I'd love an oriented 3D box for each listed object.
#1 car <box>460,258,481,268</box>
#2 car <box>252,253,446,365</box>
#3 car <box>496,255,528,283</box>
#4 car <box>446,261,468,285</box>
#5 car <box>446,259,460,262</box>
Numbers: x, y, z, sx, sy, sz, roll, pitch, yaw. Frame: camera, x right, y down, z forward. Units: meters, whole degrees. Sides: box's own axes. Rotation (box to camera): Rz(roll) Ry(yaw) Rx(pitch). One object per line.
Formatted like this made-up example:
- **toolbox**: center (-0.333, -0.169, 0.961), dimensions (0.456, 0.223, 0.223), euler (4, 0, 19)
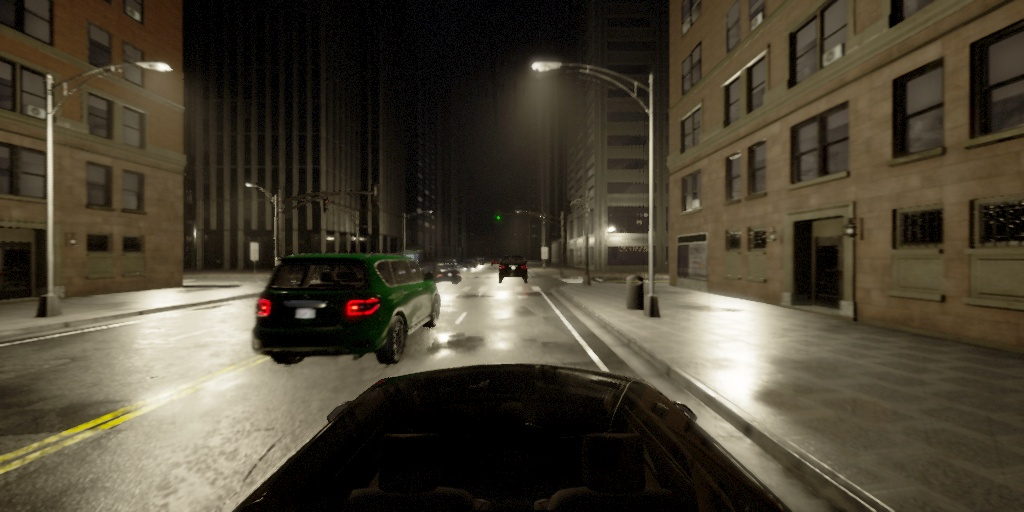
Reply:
- **car**: center (-6.569, 1.236, 56.633), dimensions (1.994, 1.385, 4.181), euler (0, 0, 1)
- **car**: center (-3.153, 0.965, 8.144), dimensions (2.150, 2.045, 5.566), euler (0, 0, 0)
- **car**: center (0.089, 0.939, 28.054), dimensions (2.150, 2.045, 5.566), euler (0, 0, 0)
- **car**: center (-5.336, 1.267, 25.348), dimensions (2.033, 1.411, 5.357), euler (0, 0, -32)
- **car**: center (-9.819, 1.163, 56.752), dimensions (2.128, 1.511, 4.902), euler (0, 0, 0)
